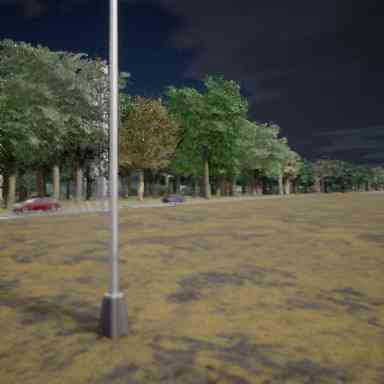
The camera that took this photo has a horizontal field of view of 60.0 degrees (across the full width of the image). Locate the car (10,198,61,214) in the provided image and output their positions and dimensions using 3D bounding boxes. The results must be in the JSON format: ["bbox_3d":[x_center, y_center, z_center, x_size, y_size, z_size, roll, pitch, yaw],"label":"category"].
[{"bbox_3d":[-15.051,1.281,32.217,1.812,1.442,4.674,-3,0,35],"label":"car"}]

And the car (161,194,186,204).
[{"bbox_3d":[-2.709,0.992,49.483,1.994,1.385,4.181,-3,-1,36],"label":"car"}]
